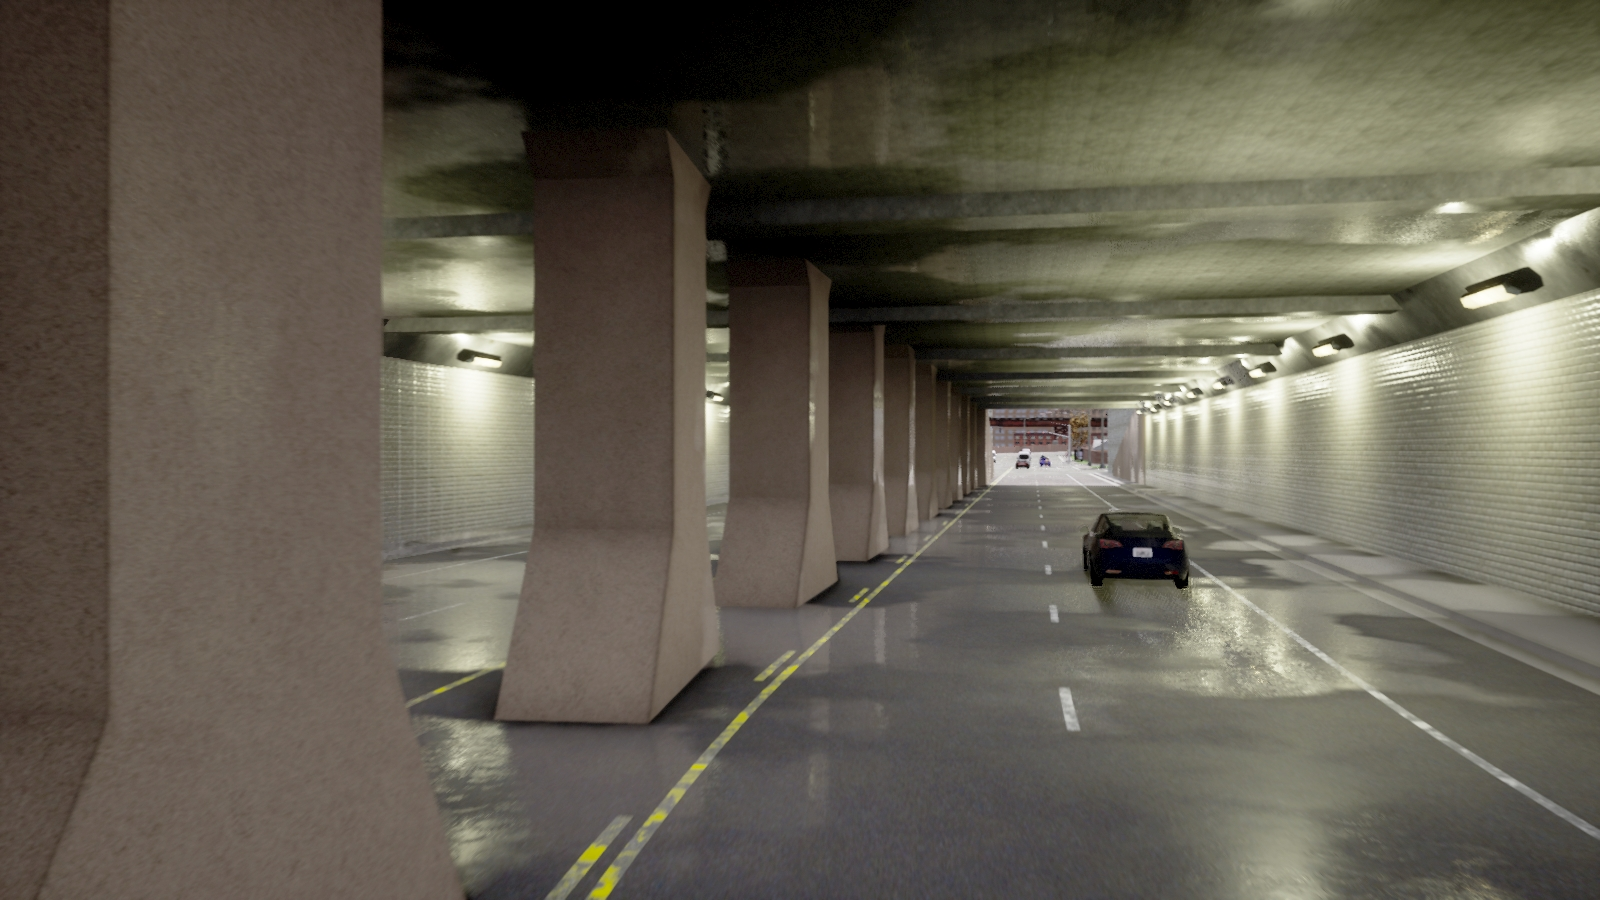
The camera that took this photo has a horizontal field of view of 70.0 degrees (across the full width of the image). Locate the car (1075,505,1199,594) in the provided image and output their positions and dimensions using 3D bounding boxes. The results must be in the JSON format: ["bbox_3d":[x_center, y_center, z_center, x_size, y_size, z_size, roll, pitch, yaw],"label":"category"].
[{"bbox_3d":[7.173,2.064,24.771,2.163,1.488,4.792,0,0,11],"label":"car"}]
